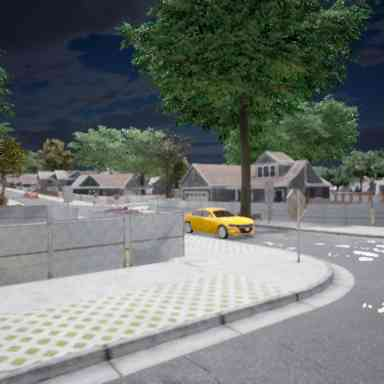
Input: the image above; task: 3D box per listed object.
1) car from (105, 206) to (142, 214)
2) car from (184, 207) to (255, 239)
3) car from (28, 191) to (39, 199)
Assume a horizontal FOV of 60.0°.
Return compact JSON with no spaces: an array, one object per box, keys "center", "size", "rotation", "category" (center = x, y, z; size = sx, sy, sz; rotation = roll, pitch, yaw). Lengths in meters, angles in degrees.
[{"center":[-6.118,1.873,29.463],"size":[1.895,1.301,4.718],"rotation":[-1,0,-35],"category":"car"},{"center":[1.348,1.640,18.777],"size":[1.882,1.535,5.008],"rotation":[-1,0,-35],"category":"car"},{"center":[-39.052,0.609,81.368],"size":[2.097,1.767,4.553],"rotation":[-1,2,-35],"category":"car"}]
